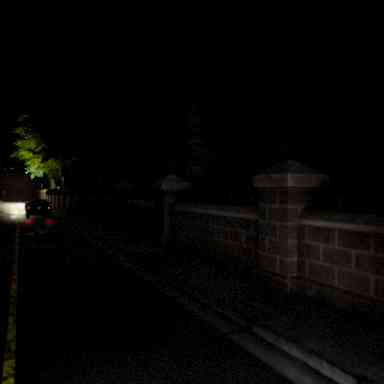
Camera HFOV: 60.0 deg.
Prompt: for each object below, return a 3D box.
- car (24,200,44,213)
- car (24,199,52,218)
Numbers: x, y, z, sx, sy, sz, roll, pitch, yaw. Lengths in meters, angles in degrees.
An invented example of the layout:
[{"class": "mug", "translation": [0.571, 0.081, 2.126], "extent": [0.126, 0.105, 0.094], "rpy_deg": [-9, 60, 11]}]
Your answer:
[{"class": "car", "translation": [-19.002, 1.659, 39.977], "extent": [1.994, 1.385, 4.181], "rpy_deg": [0, 0, -28]}, {"class": "car", "translation": [-14.256, 1.424, 30.797], "extent": [2.097, 1.767, 4.553], "rpy_deg": [0, 0, -27]}]
